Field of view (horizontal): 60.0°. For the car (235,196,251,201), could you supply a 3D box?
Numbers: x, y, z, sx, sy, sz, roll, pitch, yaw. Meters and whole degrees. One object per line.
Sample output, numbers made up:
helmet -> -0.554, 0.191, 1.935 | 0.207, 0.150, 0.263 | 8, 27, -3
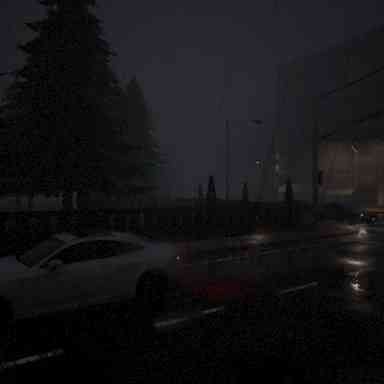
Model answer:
car -> 10.077, 1.490, 68.480 | 2.033, 1.411, 5.357 | 0, 0, 20

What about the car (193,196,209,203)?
car -> 1.865, 1.491, 66.364 | 2.033, 1.411, 5.357 | 0, 0, 13

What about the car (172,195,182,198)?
car -> -2.405, 1.295, 53.978 | 2.097, 1.767, 4.553 | 0, 0, -3

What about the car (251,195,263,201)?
car -> 14.868, 1.467, 77.593 | 1.812, 1.442, 4.674 | 0, 0, 40

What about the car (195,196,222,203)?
car -> 2.307, 1.437, 37.172 | 2.128, 1.511, 4.902 | 0, 0, -27

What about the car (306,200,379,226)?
car -> 10.551, 1.470, 23.260 | 1.812, 1.442, 4.674 | 0, 0, -26

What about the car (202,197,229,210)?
car -> 3.012, 1.421, 44.144 | 1.882, 1.535, 5.008 | 0, 0, -17

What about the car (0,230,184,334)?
car -> -2.331, 1.525, 6.590 | 4.674, 1.442, 1.812 | 0, 0, -35

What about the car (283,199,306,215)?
car -> 10.137, 1.422, 30.832 | 1.882, 1.535, 5.008 | 0, 0, -33
